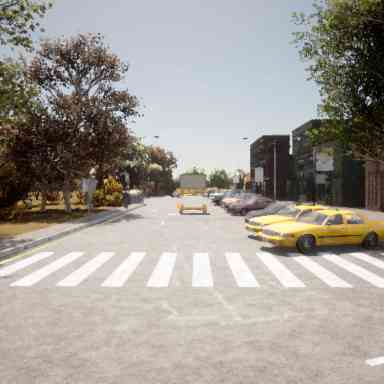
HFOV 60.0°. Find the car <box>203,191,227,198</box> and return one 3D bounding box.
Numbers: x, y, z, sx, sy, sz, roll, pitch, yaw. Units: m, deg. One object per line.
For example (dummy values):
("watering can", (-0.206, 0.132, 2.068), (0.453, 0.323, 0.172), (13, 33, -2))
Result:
("car", (5.529, 0.606, 78.806), (5.366, 1.575, 1.946), (1, 1, -20))

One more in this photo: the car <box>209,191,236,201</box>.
("car", (5.576, 0.659, 60.841), (4.553, 1.767, 2.185), (1, 0, -20))

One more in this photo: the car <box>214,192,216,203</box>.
("car", (5.450, 1.055, 39.834), (4.674, 1.452, 2.002), (1, 0, -20))

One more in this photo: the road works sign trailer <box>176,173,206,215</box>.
("road works sign trailer", (0.079, 0.121, 29.555), (2.380, 3.560, 2.880), (0, 1, 0))

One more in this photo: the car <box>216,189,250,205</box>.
("car", (5.466, 0.926, 36.836), (4.553, 1.767, 2.185), (1, 1, -20))

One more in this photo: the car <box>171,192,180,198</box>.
("car", (-3.735, 0.645, 75.877), (2.128, 1.511, 4.902), (0, 1, 0))

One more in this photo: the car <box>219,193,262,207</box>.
("car", (5.367, 1.156, 30.817), (4.792, 1.488, 2.163), (1, 1, -20))

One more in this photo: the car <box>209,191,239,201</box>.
("car", (5.555, 0.689, 57.840), (4.553, 1.767, 2.185), (1, 0, -20))

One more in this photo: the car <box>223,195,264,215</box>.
("car", (5.380, 1.205, 27.826), (4.674, 1.452, 2.002), (0, 1, -20))

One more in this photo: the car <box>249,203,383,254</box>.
("car", (5.150, 1.360, 12.761), (5.366, 1.575, 1.946), (1, 1, -20))

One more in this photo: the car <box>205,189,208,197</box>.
("car", (5.520, 0.627, 51.825), (5.566, 2.045, 2.435), (1, 1, -20))

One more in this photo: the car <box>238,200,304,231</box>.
("car", (5.156, 1.320, 15.762), (5.366, 1.575, 1.946), (0, 1, -20))

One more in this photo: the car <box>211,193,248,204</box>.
("car", (5.491, 0.941, 48.827), (4.792, 1.488, 2.163), (1, 1, -20))

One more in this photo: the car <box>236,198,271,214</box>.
("car", (5.347, 1.286, 18.826), (4.892, 1.521, 2.231), (1, 1, -20))

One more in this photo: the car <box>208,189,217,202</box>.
("car", (5.465, 0.728, 42.809), (5.566, 2.045, 2.435), (1, 1, -20))

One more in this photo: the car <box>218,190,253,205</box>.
("car", (5.446, 0.963, 33.835), (4.553, 1.767, 2.185), (1, 1, -20))

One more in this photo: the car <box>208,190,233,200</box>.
("car", (5.680, 0.601, 66.857), (4.553, 1.767, 2.185), (1, 1, -20))

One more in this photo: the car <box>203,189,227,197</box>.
("car", (5.746, 0.303, 84.895), (5.566, 2.045, 2.435), (1, 0, -20))

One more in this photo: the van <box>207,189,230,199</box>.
("van", (5.791, 0.444, 72.904), (4.442, 1.987, 1.878), (1, 0, -20))
